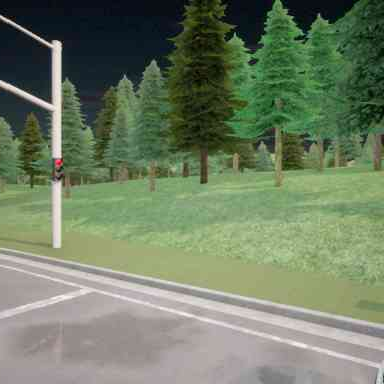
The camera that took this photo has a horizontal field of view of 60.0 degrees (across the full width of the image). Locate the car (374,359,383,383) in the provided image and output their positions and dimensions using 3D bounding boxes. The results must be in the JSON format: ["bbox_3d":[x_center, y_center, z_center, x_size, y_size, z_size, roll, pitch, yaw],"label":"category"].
[{"bbox_3d":[3.388,1.352,1.571,4.553,1.767,2.097,0,0,36],"label":"car"}]
